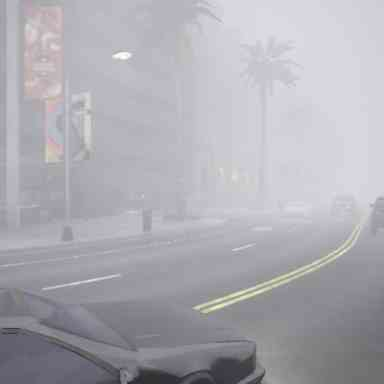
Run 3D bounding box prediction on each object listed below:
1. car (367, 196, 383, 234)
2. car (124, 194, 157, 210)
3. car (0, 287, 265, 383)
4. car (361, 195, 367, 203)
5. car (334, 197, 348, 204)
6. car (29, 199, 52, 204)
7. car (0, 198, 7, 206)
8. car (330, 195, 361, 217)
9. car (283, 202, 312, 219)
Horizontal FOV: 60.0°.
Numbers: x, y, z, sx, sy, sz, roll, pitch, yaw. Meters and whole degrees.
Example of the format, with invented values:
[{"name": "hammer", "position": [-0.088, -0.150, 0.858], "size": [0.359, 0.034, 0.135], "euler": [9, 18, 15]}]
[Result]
[{"name": "car", "position": [11.494, 1.259, 19.020], "size": [2.150, 2.045, 5.566], "euler": [0, 0, 30]}, {"name": "car", "position": [-6.796, 1.258, 44.435], "size": [2.435, 2.045, 5.566], "euler": [0, 0, 29]}, {"name": "car", "position": [-1.847, 1.569, 2.555], "size": [5.357, 1.411, 2.033], "euler": [0, 0, -37]}, {"name": "car", "position": [35.503, 1.352, 69.266], "size": [2.097, 1.767, 4.553], "euler": [0, 0, 29]}, {"name": "car", "position": [29.662, 1.668, 66.003], "size": [2.033, 1.411, 5.357], "euler": [0, 0, 29]}, {"name": "car", "position": [-23.336, 1.801, 52.756], "size": [1.895, 1.301, 4.718], "euler": [0, 0, 29]}, {"name": "car", "position": [-33.250, 1.821, 58.794], "size": [2.161, 1.482, 4.786], "euler": [0, 0, 29]}, {"name": "car", "position": [15.060, 1.306, 32.874], "size": [2.150, 2.045, 5.566], "euler": [0, -1, 29]}, {"name": "car", "position": [9.724, 1.621, 30.494], "size": [1.812, 1.442, 4.674], "euler": [0, 0, 29]}]
